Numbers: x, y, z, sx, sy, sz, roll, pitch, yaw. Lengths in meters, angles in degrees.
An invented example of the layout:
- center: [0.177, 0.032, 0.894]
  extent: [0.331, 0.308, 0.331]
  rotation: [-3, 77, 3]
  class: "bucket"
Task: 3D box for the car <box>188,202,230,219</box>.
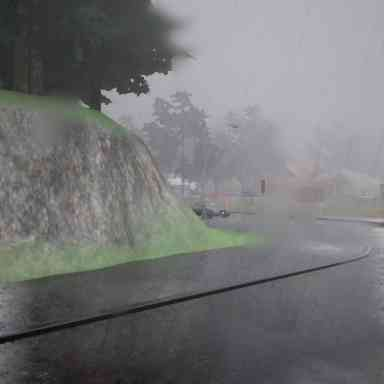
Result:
- center: [1.422, 1.564, 29.400]
  extent: [1.994, 1.385, 4.181]
  rotation: [0, 0, -35]
  class: "car"
